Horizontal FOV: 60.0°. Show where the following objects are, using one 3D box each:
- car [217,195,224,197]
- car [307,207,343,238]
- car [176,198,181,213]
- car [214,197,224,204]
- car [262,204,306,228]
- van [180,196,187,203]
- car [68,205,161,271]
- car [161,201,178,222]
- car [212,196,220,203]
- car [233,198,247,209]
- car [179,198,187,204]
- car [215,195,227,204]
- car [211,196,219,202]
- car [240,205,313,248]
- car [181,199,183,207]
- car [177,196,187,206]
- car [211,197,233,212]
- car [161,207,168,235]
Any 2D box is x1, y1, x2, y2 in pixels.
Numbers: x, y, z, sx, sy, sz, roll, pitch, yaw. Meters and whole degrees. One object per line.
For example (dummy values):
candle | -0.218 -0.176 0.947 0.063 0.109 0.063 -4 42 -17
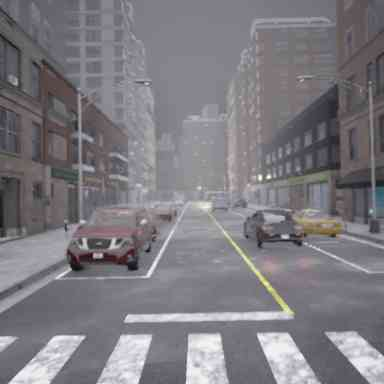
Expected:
car | 6.219 1.850 66.267 2.008 1.369 4.403 -1 -1 0
car | 6.018 1.470 17.097 1.752 1.417 4.829 0 0 0
car | -2.439 1.668 33.414 1.967 1.590 4.097 0 0 0
car | 6.265 1.930 77.402 1.752 1.417 4.829 -1 -1 0
car | 6.040 1.557 22.408 1.802 1.307 4.206 0 0 0
van | -2.215 2.038 88.233 1.690 1.788 3.998 -1 -1 0
car | -2.528 1.414 11.488 2.192 1.841 5.009 0 0 0
car | -2.460 1.737 27.931 1.887 1.381 4.507 0 0 0
car | 6.309 1.953 88.197 1.967 1.590 4.097 -1 -1 0
car | 6.607 1.635 46.983 1.837 1.490 4.892 -1 0 0
car | -2.236 2.207 82.749 1.947 1.339 4.313 -1 -1 0
car | 6.239 1.665 71.751 2.192 1.841 5.009 -1 -1 0
car | 6.332 2.008 93.680 1.967 1.590 4.097 -1 -1 0
car | 3.477 1.512 14.724 1.812 1.442 4.674 -1 0 0
car | -2.416 1.816 38.895 2.008 1.369 4.403 0 0 0
car | -2.327 1.958 60.651 1.752 1.417 4.829 -1 0 0
car | 3.493 1.707 41.791 2.033 1.411 5.357 -1 0 1
car | -2.505 1.672 16.968 1.887 1.381 4.507 0 0 0
